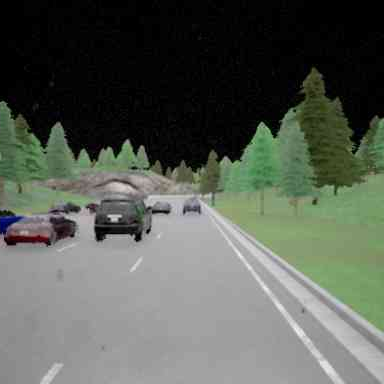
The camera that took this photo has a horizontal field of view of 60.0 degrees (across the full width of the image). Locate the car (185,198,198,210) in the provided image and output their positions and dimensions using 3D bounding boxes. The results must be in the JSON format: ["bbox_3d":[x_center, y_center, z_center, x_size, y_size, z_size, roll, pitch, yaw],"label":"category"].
[{"bbox_3d":[0.012,1.754,49.473,1.837,1.490,4.892,0,0,0],"label":"car"}]

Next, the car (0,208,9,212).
[{"bbox_3d":[-10.401,1.567,17.371,1.882,1.535,5.008,0,0,0],"label":"car"}]

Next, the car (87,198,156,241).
[{"bbox_3d":[-3.401,1.310,17.262,2.150,2.045,5.566,0,0,0],"label":"car"}]

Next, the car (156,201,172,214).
[{"bbox_3d":[-3.404,1.755,38.080,1.994,1.385,4.181,0,0,0],"label":"car"}]

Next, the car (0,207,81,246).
[{"bbox_3d":[-6.900,1.644,15.701,1.994,1.385,4.181,0,0,0],"label":"car"}]

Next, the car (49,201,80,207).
[{"bbox_3d":[-14.003,1.734,36.777,2.033,1.411,5.357,0,0,0],"label":"car"}]

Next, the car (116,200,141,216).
[{"bbox_3d":[-6.903,1.689,36.476,1.837,1.490,4.892,0,0,0],"label":"car"}]

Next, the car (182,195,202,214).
[{"bbox_3d":[-0.003,1.540,37.582,2.097,1.767,4.553,0,0,0],"label":"car"}]
